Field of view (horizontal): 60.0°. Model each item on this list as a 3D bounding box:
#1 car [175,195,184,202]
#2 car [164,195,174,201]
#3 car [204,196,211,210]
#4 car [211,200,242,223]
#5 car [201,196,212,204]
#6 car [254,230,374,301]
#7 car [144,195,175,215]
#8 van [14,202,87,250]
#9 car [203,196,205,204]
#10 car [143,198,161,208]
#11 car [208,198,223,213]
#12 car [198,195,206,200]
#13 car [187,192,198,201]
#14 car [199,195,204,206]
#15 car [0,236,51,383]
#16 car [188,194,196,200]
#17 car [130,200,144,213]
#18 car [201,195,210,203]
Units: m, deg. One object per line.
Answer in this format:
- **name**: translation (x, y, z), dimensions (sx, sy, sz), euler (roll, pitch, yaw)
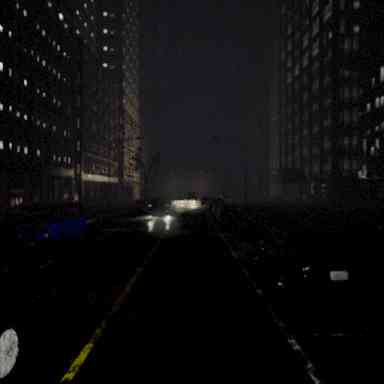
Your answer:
- **car**: translation (-2.931, 1.371, 74.441), dimensions (1.812, 1.442, 4.674), euler (0, 0, 0)
- **car**: translation (-5.622, 1.462, 81.502), dimensions (2.008, 1.369, 4.403), euler (-1, 0, 0)
- **car**: translation (2.716, 1.405, 36.363), dimensions (1.967, 1.590, 4.097), euler (-1, 0, 0)
- **car**: translation (2.707, 1.542, 25.077), dimensions (1.947, 1.339, 4.313), euler (-1, 0, 0)
- **car**: translation (2.743, 1.478, 64.576), dimensions (1.887, 1.381, 4.507), euler (-1, 0, 0)
- **car**: translation (2.691, 1.559, 8.149), dimensions (1.947, 1.339, 4.313), euler (-1, 0, 0)
- **car**: translation (-3.066, 1.320, 32.655), dimensions (2.097, 1.767, 4.553), euler (0, 0, 0)
- **van**: translation (-5.688, 1.329, 13.806), dimensions (1.690, 1.788, 3.998), euler (-1, 0, 0)
- **car**: translation (2.722, 1.525, 42.005), dimensions (1.947, 1.339, 4.313), euler (-1, 0, 0)
- **car**: translation (-5.654, 1.519, 47.654), dimensions (1.947, 1.339, 4.313), euler (-1, 0, 0)
- **car**: translation (2.711, 1.553, 30.720), dimensions (1.802, 1.307, 4.206), euler (-1, 0, 0)
- **car**: translation (2.770, 1.441, 92.791), dimensions (1.887, 1.381, 4.507), euler (-1, 0, 0)
- **car**: translation (0.069, 0.962, 72.833), dimensions (2.150, 2.045, 5.566), euler (0, 0, 0)
- **car**: translation (2.411, 1.422, 54.553), dimensions (1.882, 1.535, 5.008), euler (0, 0, 0)
- **car**: translation (-3.086, 1.498, 2.509), dimensions (1.837, 1.490, 4.892), euler (0, 1, 1)
- **car**: translation (0.083, 1.376, 87.928), dimensions (2.128, 1.511, 4.902), euler (0, 0, 0)
- **car**: translation (-5.664, 1.547, 36.372), dimensions (1.802, 1.307, 4.206), euler (-1, 0, 0)
- **car**: translation (2.748, 1.451, 70.389), dimensions (1.752, 1.417, 4.829), euler (-1, 0, 0)
